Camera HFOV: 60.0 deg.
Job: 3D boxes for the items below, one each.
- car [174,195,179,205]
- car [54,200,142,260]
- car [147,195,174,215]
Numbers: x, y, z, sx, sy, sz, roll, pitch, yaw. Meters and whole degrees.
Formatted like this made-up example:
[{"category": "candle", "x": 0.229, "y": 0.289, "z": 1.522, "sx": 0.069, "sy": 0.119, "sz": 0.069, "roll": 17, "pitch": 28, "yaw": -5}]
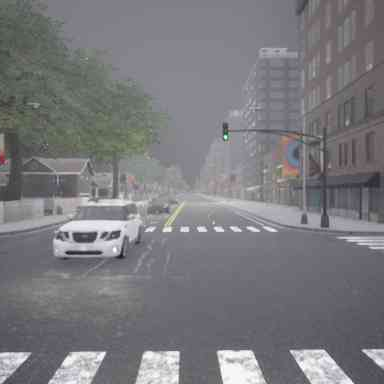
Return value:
[{"category": "car", "x": -3.362, "y": 1.349, "z": 57.187, "sx": 2.097, "sy": 1.767, "sz": 4.553, "roll": 0, "pitch": -1, "yaw": 0}, {"category": "car", "x": -3.272, "y": 1.353, "z": 12.776, "sx": 2.150, "sy": 2.045, "sz": 5.566, "roll": 0, "pitch": 0, "yaw": 0}, {"category": "car", "x": -3.317, "y": 1.318, "z": 34.253, "sx": 2.097, "sy": 1.767, "sz": 4.553, "roll": 0, "pitch": 0, "yaw": 0}]
